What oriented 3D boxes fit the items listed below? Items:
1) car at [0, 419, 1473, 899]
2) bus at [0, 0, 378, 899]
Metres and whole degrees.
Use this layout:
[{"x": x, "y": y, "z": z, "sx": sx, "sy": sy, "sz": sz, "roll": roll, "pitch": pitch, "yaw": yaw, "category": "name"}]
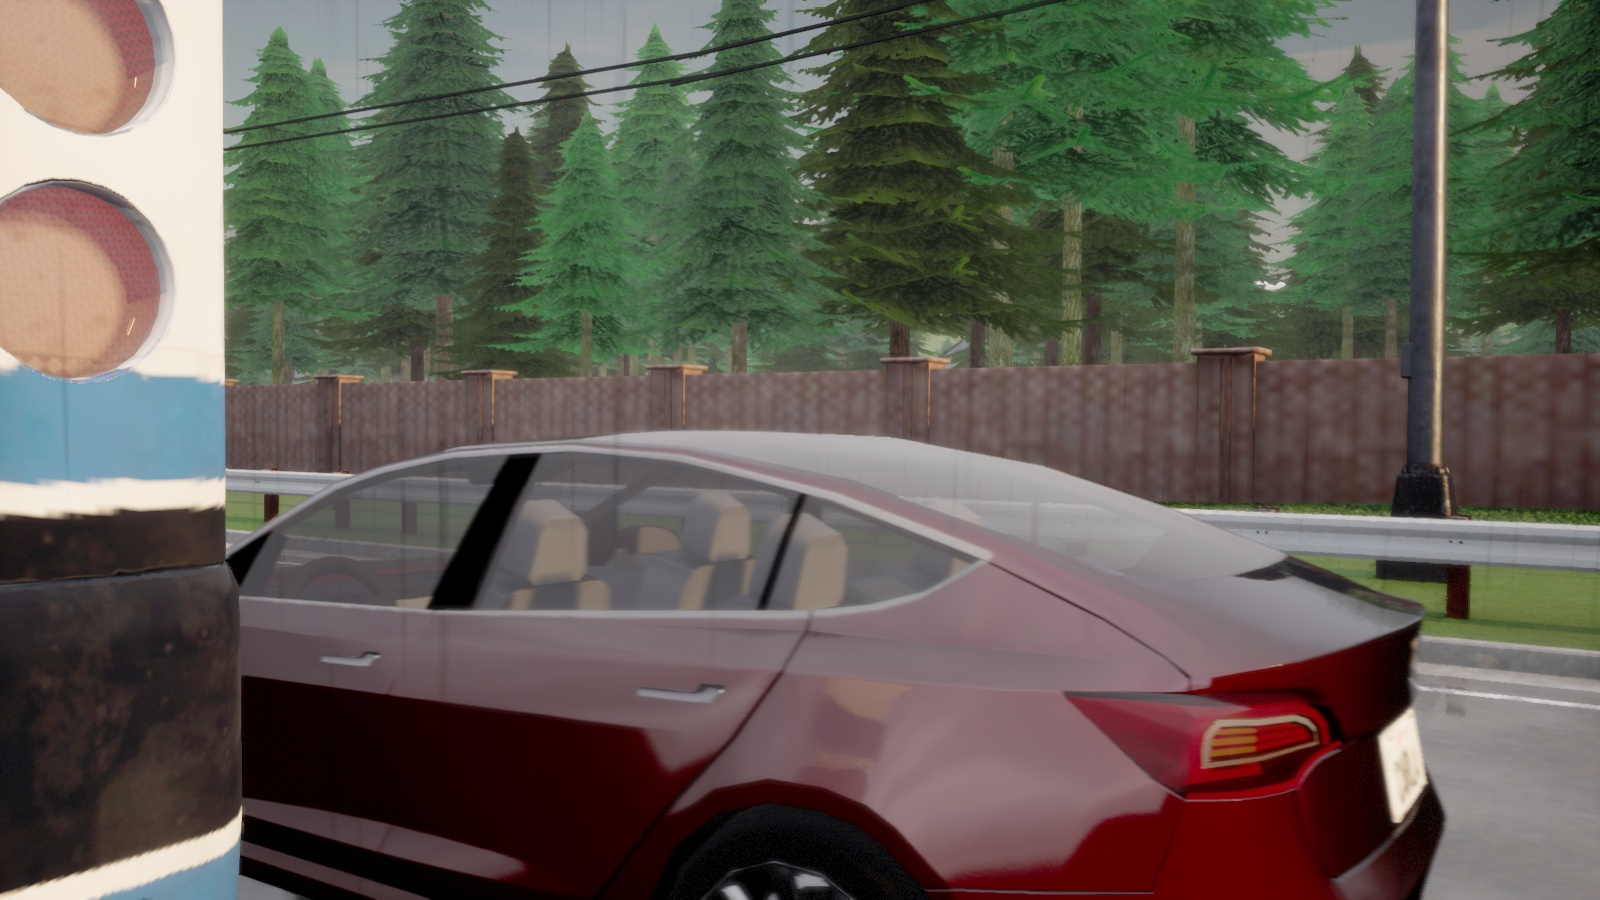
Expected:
[{"x": -0.671, "y": 0.682, "z": 4.033, "sx": 4.792, "sy": 1.488, "sz": 2.163, "roll": 0, "pitch": 1, "yaw": 34, "category": "car"}, {"x": -6.117, "y": -0.638, "z": 3.463, "sx": 10.273, "sy": 4.253, "sz": 3.944, "roll": 0, "pitch": 1, "yaw": 34, "category": "bus"}]
